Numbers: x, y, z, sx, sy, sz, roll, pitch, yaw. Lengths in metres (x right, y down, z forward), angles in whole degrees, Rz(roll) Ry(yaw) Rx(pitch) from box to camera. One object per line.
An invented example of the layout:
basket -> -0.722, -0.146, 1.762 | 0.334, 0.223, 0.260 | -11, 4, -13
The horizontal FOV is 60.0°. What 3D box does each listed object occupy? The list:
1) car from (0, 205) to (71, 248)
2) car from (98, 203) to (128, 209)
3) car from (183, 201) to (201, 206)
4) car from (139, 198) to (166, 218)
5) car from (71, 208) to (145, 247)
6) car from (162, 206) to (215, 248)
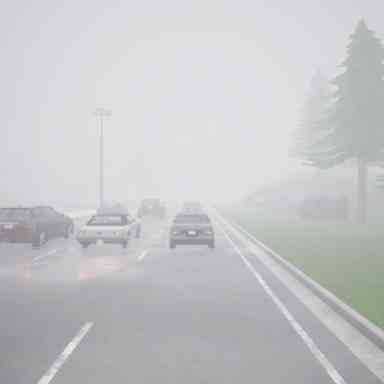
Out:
car -> -6.996, 1.350, 14.861 | 2.097, 1.767, 4.553 | 0, 0, 0
car -> -6.998, 1.601, 29.887 | 1.895, 1.301, 4.718 | 0, 0, 0
car -> 0.001, 1.547, 29.770 | 2.033, 1.411, 5.357 | 0, 0, 0
car -> -3.496, 1.350, 29.861 | 2.097, 1.767, 4.553 | 0, 0, 0
car -> -3.498, 1.601, 14.887 | 1.895, 1.301, 4.718 | 0, 0, 0
car -> 0.001, 1.547, 14.770 | 2.033, 1.411, 5.357 | 0, 0, 0
